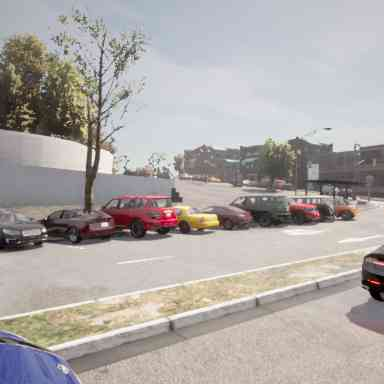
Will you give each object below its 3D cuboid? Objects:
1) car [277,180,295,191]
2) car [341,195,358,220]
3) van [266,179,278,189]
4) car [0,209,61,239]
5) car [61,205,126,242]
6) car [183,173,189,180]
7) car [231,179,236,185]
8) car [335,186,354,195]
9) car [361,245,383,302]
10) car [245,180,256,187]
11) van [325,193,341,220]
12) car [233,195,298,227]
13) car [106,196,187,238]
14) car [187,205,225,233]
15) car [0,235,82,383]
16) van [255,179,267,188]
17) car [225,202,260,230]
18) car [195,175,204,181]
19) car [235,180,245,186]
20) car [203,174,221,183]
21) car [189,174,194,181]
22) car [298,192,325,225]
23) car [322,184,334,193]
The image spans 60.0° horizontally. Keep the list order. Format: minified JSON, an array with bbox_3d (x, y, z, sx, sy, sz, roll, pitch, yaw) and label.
[{"bbox_3d":[19.474,-0.992,66.511,2.231,1.521,4.892,7,3,35],"label":"car"},{"bbox_3d":[11.463,1.403,28.164,4.553,1.767,2.185,-1,-1,35],"label":"car"},{"bbox_3d":[17.716,-1.491,68.874,1.878,1.987,4.442,7,4,35],"label":"van"},{"bbox_3d":[-8.224,1.494,14.346,4.892,1.521,2.231,-1,-1,35],"label":"car"},{"bbox_3d":[-5.803,1.525,16.091,4.792,1.488,2.163,-1,-1,35],"label":"car"},{"bbox_3d":[0.373,-4.085,93.575,2.185,1.767,4.553,4,1,33],"label":"car"},{"bbox_3d":[10.845,-2.317,78.863,2.002,1.452,4.674,7,3,35],"label":"car"},{"bbox_3d":[26.370,0.136,56.649,2.002,1.452,4.674,7,3,35],"label":"car"},{"bbox_3d":[5.522,1.501,7.059,4.902,1.511,2.128,0,0,-35],"label":"car"},{"bbox_3d":[14.416,-1.812,74.078,1.946,1.575,5.366,7,3,35],"label":"car"},{"bbox_3d":[9.053,1.297,26.415,4.442,1.987,1.878,-1,-1,35],"label":"van"},{"bbox_3d":[3.999,1.263,23.043,5.566,2.045,2.435,-1,-1,35],"label":"car"},{"bbox_3d":[-3.358,1.248,17.835,5.566,2.045,2.435,-1,-1,35],"label":"car"},{"bbox_3d":[-1.037,1.503,19.661,5.366,1.575,1.946,-1,-1,35],"label":"car"},{"bbox_3d":[-2.616,1.351,1.266,4.553,1.767,2.097,0,0,-35],"label":"car"},{"bbox_3d":[15.988,-1.764,71.346,1.878,1.987,4.442,7,4,35],"label":"van"},{"bbox_3d":[1.571,1.549,21.287,4.674,1.452,2.002,-1,-1,35],"label":"car"},{"bbox_3d":[3.894,-3.698,88.637,2.435,2.045,5.566,7,3,34],"label":"car"},{"bbox_3d":[12.586,-2.043,76.400,2.002,1.452,4.674,7,4,35],"label":"car"},{"bbox_3d":[5.744,-3.176,86.376,1.946,1.575,5.366,7,3,34],"label":"car"},{"bbox_3d":[2.101,-3.850,91.104,2.185,1.767,4.553,6,3,34],"label":"car"},{"bbox_3d":[6.514,1.267,24.747,5.566,2.045,2.435,-1,-1,35],"label":"car"},{"bbox_3d":[24.681,-0.426,59.122,2.435,2.045,5.566,7,3,35],"label":"car"}]
